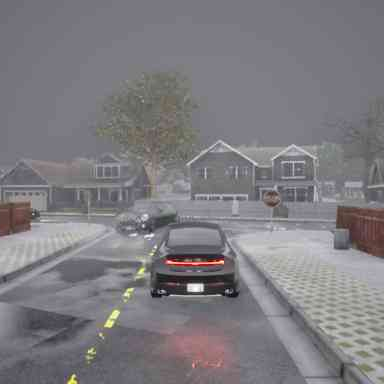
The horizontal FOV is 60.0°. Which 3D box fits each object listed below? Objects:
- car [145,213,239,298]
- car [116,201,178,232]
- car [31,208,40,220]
[{"bbox_3d":[0.046,1.506,8.517,1.837,1.490,4.892,0,0,0],"label":"car"},{"bbox_3d":[-2.538,1.355,19.771,2.097,1.767,4.553,1,0,23],"label":"car"},{"bbox_3d":[-14.033,1.497,25.789,4.181,1.385,1.994,0,0,13],"label":"car"}]
